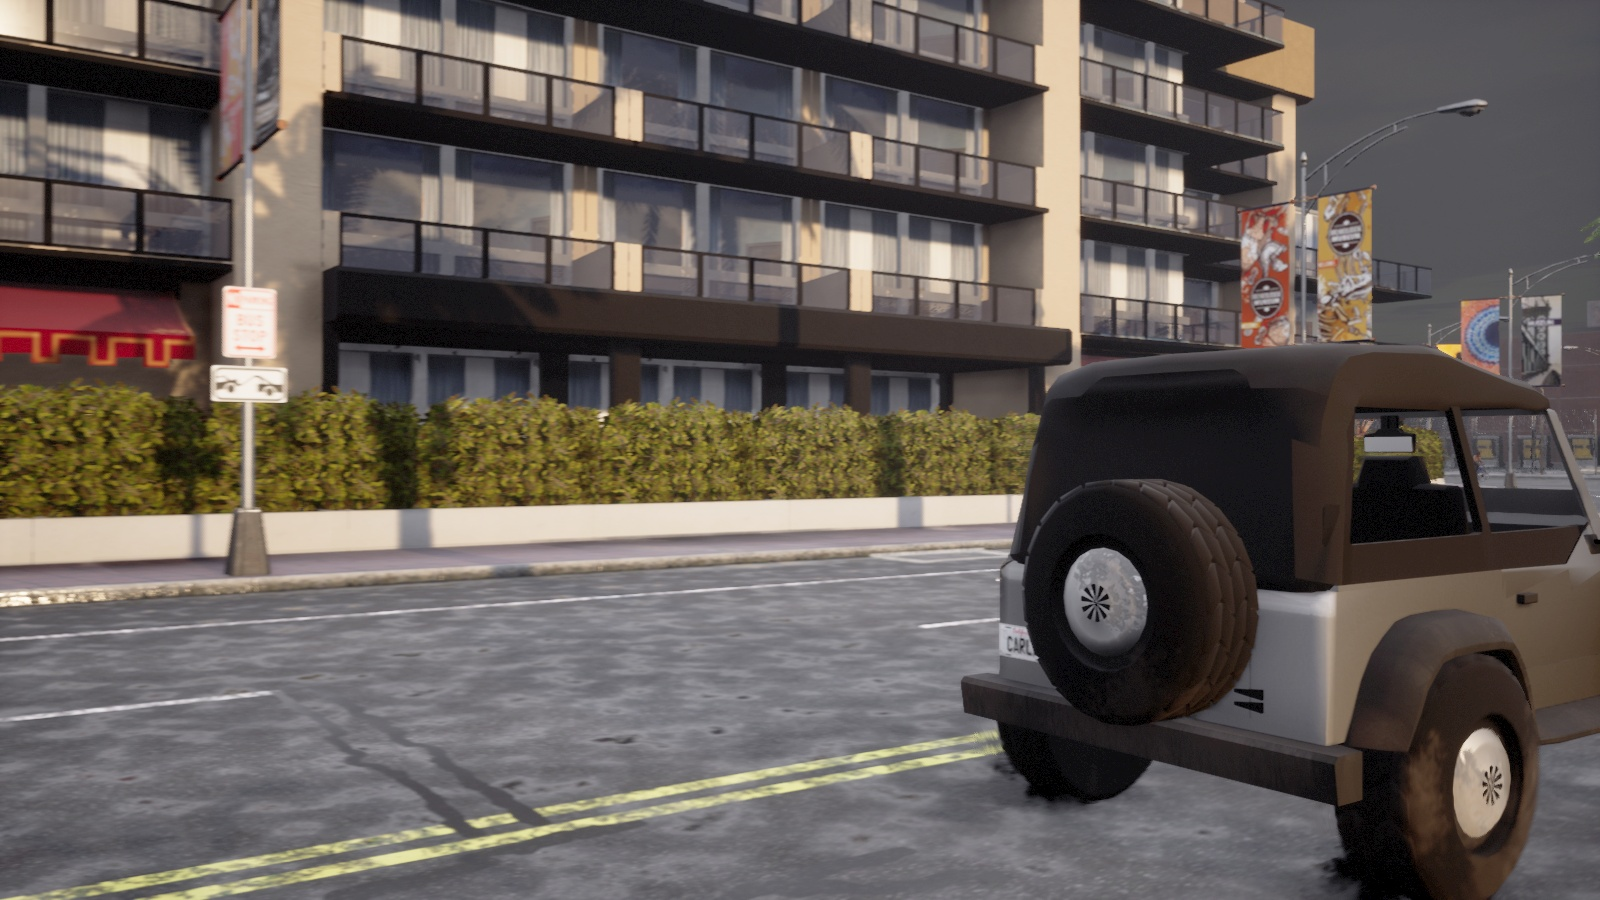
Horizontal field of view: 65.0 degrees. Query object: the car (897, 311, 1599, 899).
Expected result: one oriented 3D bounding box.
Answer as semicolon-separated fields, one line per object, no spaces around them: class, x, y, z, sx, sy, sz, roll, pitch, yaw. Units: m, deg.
car;2.528;0.549;5.419;3.866;1.878;1.905;0;0;-35
